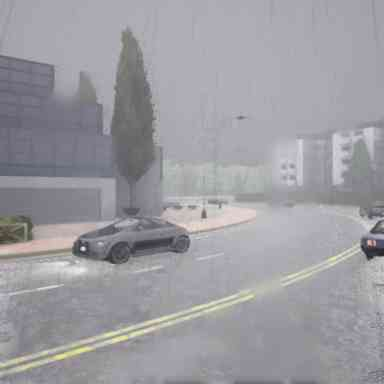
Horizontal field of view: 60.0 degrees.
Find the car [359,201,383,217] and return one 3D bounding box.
[{"bbox_3d":[15.441,1.478,27.966,2.128,1.511,4.902,0,0,16],"label":"car"}]

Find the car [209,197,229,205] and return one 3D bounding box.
[{"bbox_3d":[4.712,1.612,59.606,1.812,1.442,4.674,0,0,-29],"label":"car"}]

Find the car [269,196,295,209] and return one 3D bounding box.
[{"bbox_3d":[12.720,1.382,47.086,2.097,1.767,4.553,0,0,-10],"label":"car"}]

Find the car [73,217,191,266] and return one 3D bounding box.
[{"bbox_3d":[-2.009,1.595,11.876,1.994,1.385,4.181,0,0,45],"label":"car"}]

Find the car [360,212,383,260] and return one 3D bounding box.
[{"bbox_3d":[7.394,1.592,11.602,1.895,1.301,4.718,0,0,39],"label":"car"}]
